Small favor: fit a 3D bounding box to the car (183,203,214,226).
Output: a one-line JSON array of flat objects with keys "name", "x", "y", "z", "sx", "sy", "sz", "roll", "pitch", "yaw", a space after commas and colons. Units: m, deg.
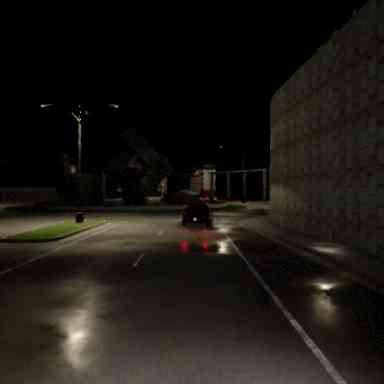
[{"name": "car", "x": 0.476, "y": 1.528, "z": 23.314, "sx": 1.812, "sy": 1.442, "sz": 4.674, "roll": 0, "pitch": 0, "yaw": 7}]
